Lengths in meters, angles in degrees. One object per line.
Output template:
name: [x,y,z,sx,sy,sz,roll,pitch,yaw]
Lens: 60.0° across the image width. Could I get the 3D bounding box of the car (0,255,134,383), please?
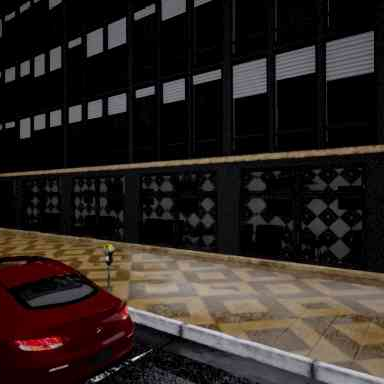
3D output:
car: [-2.644,1.582,4.713,4.206,1.307,1.802,0,0,35]
